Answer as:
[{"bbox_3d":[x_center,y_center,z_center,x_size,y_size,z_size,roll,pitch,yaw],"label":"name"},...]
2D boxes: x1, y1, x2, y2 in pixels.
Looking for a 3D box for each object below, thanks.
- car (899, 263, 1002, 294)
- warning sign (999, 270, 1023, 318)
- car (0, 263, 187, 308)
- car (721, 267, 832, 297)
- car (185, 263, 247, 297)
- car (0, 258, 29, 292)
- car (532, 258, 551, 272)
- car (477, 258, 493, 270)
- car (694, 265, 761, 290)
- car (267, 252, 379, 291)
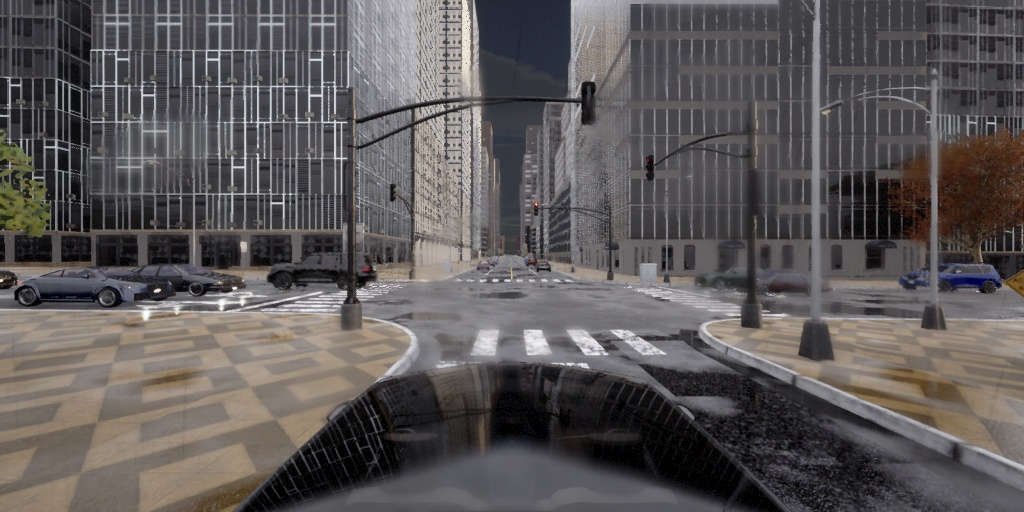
[{"bbox_3d":[30.763,1.548,25.234,5.566,2.045,2.150,1,0,-3],"label":"car"},{"bbox_3d":[17.274,1.204,11.896,1.060,1.860,1.300,0,0,-3],"label":"warning sign"},{"bbox_3d":[-15.079,1.063,13.147,4.181,1.385,1.994,1,0,-3],"label":"car"},{"bbox_3d":[15.825,1.607,21.288,5.357,1.411,2.033,1,0,-3],"label":"car"},{"bbox_3d":[-15.353,1.040,16.422,5.357,1.411,2.033,1,0,0],"label":"car"},{"bbox_3d":[-25.275,0.816,15.931,4.892,1.490,1.837,1,0,-3],"label":"car"},{"bbox_3d":[3.925,1.329,45.698,1.948,1.339,4.313,0,0,0],"label":"car"},{"bbox_3d":[-4.028,1.342,51.190,1.802,1.307,4.207,0,0,0],"label":"car"},{"bbox_3d":[14.997,1.396,24.503,4.553,1.767,2.097,1,0,-3],"label":"car"},{"bbox_3d":[-10.414,0.800,20.063,5.566,2.045,2.150,1,0,-3],"label":"car"}]
